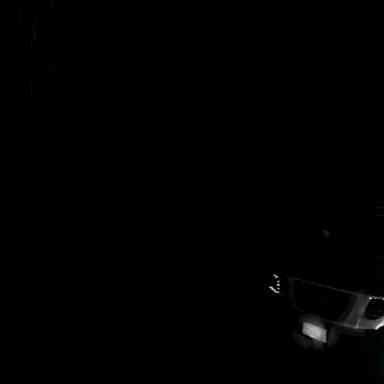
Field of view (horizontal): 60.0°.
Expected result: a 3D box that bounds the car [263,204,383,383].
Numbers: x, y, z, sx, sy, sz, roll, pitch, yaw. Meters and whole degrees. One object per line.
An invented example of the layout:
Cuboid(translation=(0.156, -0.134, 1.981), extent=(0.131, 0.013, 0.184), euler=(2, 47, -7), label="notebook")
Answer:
Cuboid(translation=(3.627, 1.223, 5.351), extent=(5.566, 2.045, 2.150), euler=(0, 0, -36), label="car")
